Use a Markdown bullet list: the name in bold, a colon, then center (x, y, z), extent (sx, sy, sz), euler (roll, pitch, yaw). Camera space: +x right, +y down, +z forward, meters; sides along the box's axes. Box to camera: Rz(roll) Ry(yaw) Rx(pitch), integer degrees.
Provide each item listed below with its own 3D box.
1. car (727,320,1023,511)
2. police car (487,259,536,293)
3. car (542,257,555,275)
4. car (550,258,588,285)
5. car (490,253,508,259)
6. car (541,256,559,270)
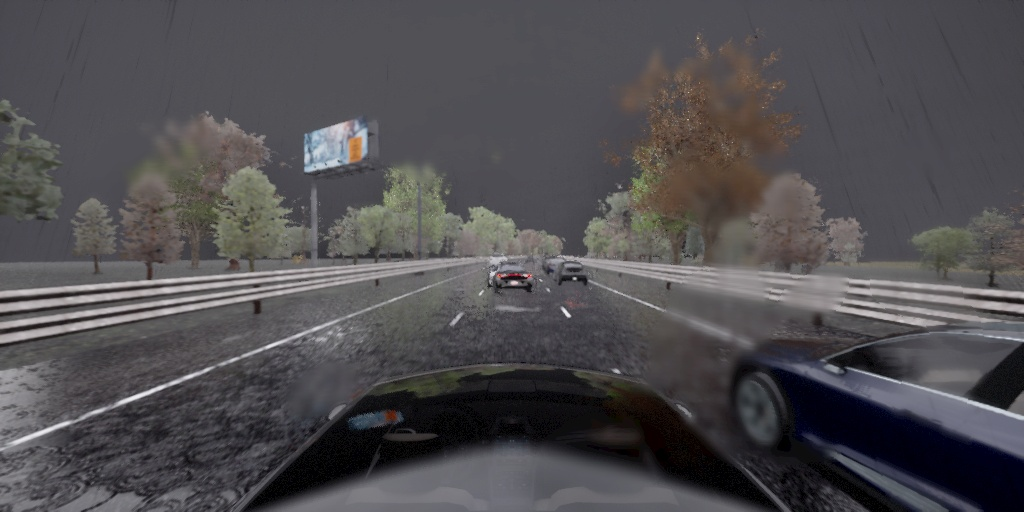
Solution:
- **car**: center (3.495, 1.181, 2.228), extent (2.033, 1.649, 4.856), euler (0, 0, 0)
- **police car**: center (-0.191, 1.120, 19.771), extent (2.038, 1.542, 4.974), euler (0, 0, -8)
- **car**: center (4.244, 1.023, 34.881), extent (2.163, 1.488, 4.792), euler (0, 0, 3)
- **car**: center (3.842, 1.095, 23.980), extent (1.837, 1.490, 4.892), euler (0, 0, 2)
- **car**: center (-1.828, 0.617, 51.140), extent (2.150, 2.045, 5.566), euler (1, 1, 4)
- **car**: center (4.796, 0.883, 45.713), extent (2.033, 1.649, 4.856), euler (0, 0, 3)
